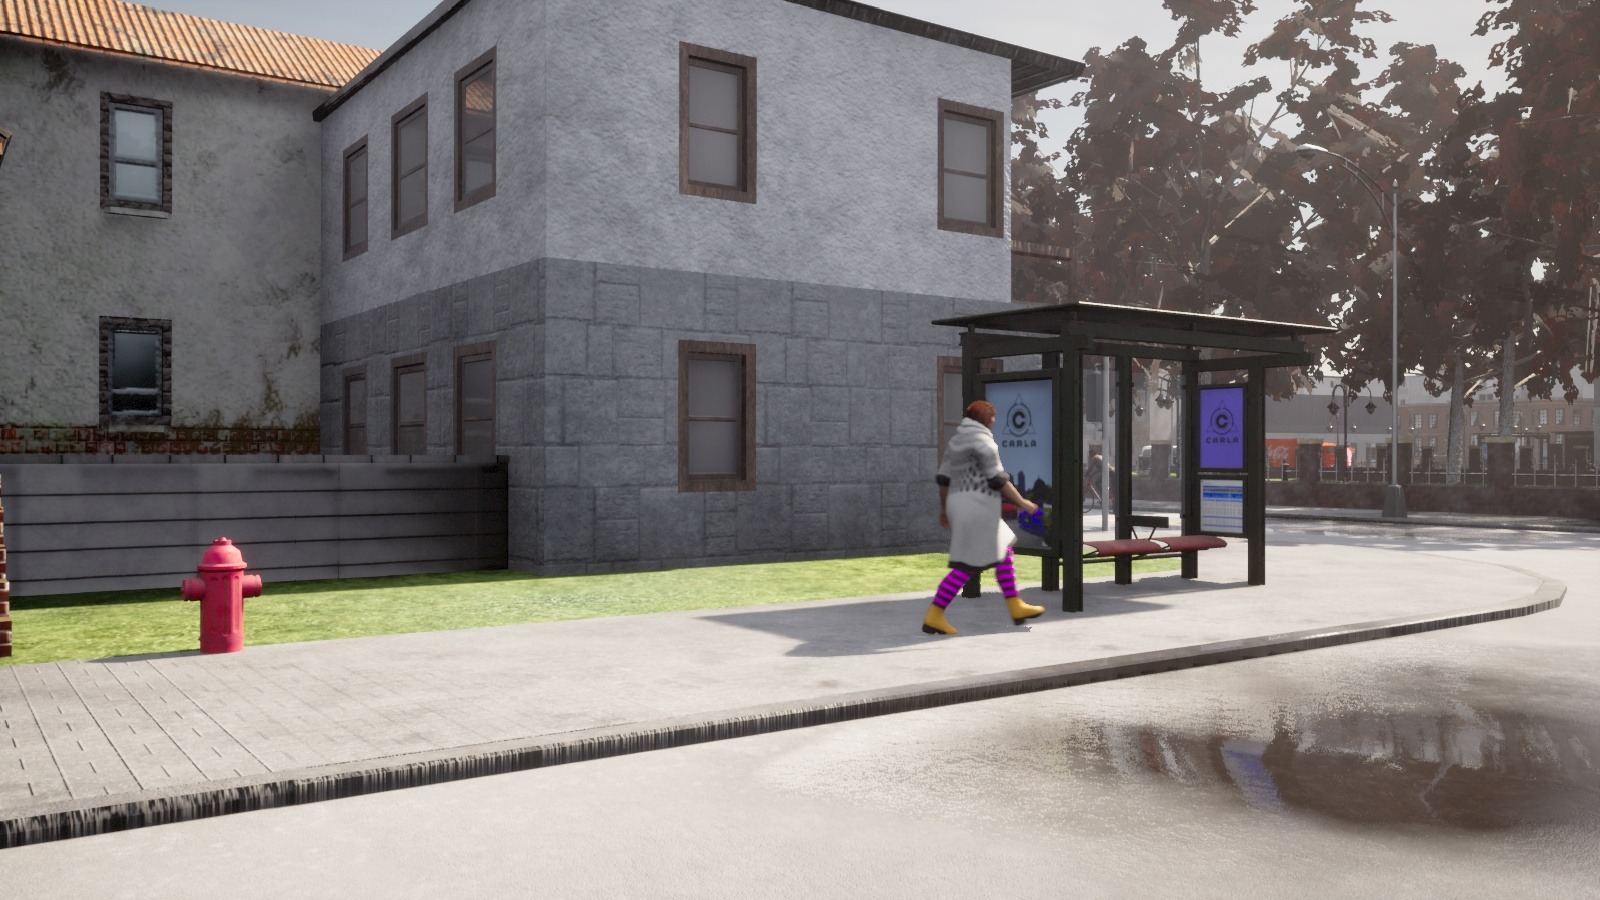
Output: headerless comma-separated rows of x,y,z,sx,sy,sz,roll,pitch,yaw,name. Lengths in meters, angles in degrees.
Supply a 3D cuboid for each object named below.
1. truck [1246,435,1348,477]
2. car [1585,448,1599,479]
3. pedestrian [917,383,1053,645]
30.378,0.382,76.878,2.627,2.467,5.204,0,0,-35,truck
43.440,0.711,65.369,1.851,1.617,3.988,0,0,-35,car
1.418,0.475,9.730,0.873,1.952,0.659,0,0,-10,pedestrian
